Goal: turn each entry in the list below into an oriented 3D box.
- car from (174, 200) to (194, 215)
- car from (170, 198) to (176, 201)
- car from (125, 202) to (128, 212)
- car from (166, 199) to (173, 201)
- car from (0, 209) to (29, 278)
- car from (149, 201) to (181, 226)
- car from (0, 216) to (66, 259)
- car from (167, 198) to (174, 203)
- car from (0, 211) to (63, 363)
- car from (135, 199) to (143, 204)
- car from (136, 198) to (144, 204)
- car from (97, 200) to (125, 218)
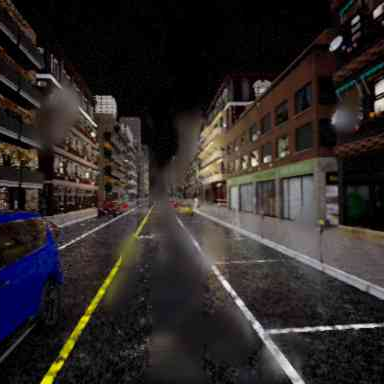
[{"bbox_3d":[-0.783,1.833,37.763,1.752,1.417,4.829,-1,0,-5],"label":"car"},{"bbox_3d":[-1.838,1.956,48.815,1.887,1.381,4.507,-1,0,-5],"label":"car"},{"bbox_3d":[-9.646,1.953,42.411,1.967,1.590,4.097,-1,0,-5],"label":"car"},{"bbox_3d":[-3.691,1.952,40.875,1.994,1.385,4.181,-1,0,-5],"label":"car"},{"bbox_3d":[-6.435,1.508,8.749,2.192,1.841,5.009,-1,0,-5],"label":"car"},{"bbox_3d":[-2.240,1.734,25.648,2.128,1.511,4.902,-1,-1,-5],"label":"car"},{"bbox_3d":[-6.967,1.829,14.357,1.802,1.307,4.206,-1,0,-5],"label":"car"},{"bbox_3d":[-6.137,2.358,93.867,1.752,1.417,4.829,-1,0,-5],"label":"car"},{"bbox_3d":[-3.269,1.319,3.940,2.150,2.045,5.566,-1,-1,-5],"label":"car"},{"bbox_3d":[-13.927,2.484,87.294,2.008,1.369,4.403,-1,0,-5],"label":"car"},{"bbox_3d":[-14.463,2.537,92.905,2.008,1.369,4.403,-1,0,-5],"label":"car"},{"bbox_3d":[-9.112,1.775,36.802,2.192,1.841,5.009,-1,0,-5],"label":"car"}]
